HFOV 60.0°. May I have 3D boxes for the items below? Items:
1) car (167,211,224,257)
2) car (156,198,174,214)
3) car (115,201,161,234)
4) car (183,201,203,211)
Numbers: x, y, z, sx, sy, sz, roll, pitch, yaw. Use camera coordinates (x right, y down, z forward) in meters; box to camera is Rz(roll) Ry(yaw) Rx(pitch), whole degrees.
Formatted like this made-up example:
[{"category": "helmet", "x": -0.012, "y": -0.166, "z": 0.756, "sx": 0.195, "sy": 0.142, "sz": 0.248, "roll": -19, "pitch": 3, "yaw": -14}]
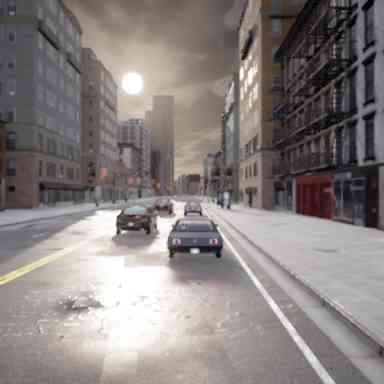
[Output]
[{"category": "car", "x": 0.100, "y": 1.633, "z": 12.994, "sx": 1.895, "sy": 1.301, "sz": 4.718, "roll": 0, "pitch": 0, "yaw": 0}, {"category": "car", "x": -3.148, "y": 1.446, "z": 36.801, "sx": 2.097, "sy": 1.767, "sz": 4.553, "roll": 0, "pitch": 0, "yaw": 0}, {"category": "car", "x": -3.149, "y": 1.526, "z": 19.610, "sx": 1.882, "sy": 1.535, "sz": 5.008, "roll": 0, "pitch": 0, "yaw": 0}, {"category": "car", "x": 0.101, "y": 1.633, "z": 33.828, "sx": 2.033, "sy": 1.411, "sz": 5.357, "roll": 0, "pitch": 0, "yaw": 0}]
